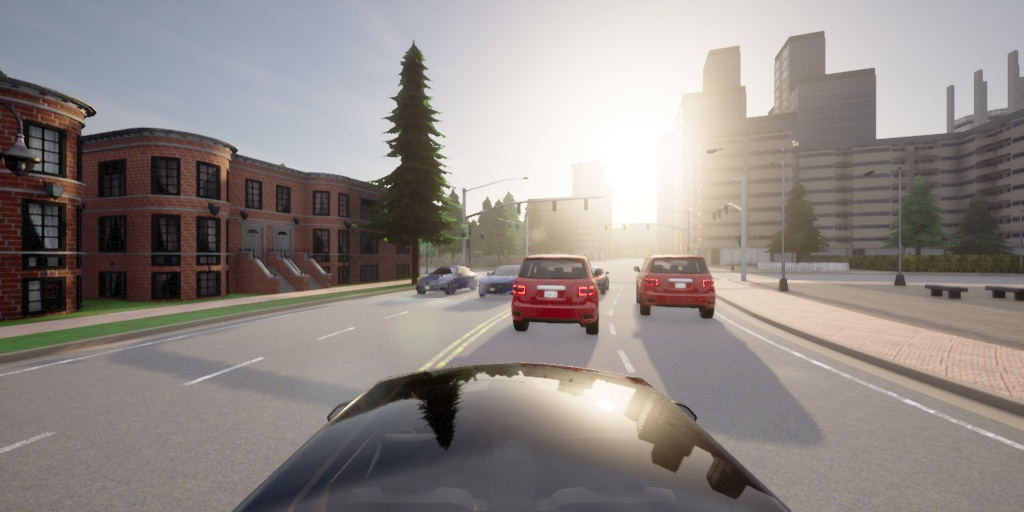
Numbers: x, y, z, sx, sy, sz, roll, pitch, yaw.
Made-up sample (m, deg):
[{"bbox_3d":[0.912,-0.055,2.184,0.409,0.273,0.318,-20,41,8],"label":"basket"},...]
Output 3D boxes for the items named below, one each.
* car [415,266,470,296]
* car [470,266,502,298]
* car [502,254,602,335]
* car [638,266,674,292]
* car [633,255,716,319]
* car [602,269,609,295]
[{"bbox_3d":[-3.364,1.273,19.564,1.812,1.442,4.674,0,0,19],"label":"car"},{"bbox_3d":[-0.088,1.225,18.316,1.882,1.535,5.008,0,0,19],"label":"car"},{"bbox_3d":[1.493,0.970,10.806,2.150,2.045,5.566,0,0,13],"label":"car"},{"bbox_3d":[8.870,1.348,22.428,1.895,1.301,4.718,0,0,19],"label":"car"},{"bbox_3d":[5.771,0.970,13.179,2.150,2.045,5.566,0,0,17],"label":"car"},{"bbox_3d":[4.361,1.273,20.000,1.812,1.442,4.674,0,0,19],"label":"car"}]
